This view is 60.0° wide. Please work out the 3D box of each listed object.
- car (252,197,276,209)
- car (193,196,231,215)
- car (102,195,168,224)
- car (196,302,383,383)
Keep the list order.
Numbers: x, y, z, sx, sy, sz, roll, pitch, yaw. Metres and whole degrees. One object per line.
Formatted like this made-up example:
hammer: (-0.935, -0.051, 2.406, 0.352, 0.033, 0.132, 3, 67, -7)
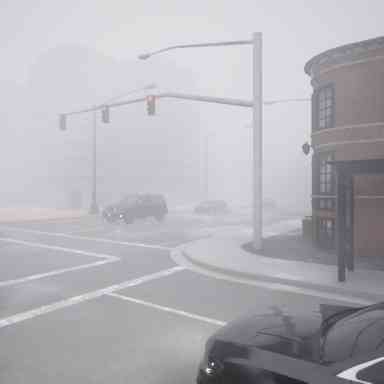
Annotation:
car: (9.780, 1.492, 45.027, 2.128, 1.511, 4.902, 0, 0, 36)
car: (2.039, 1.503, 34.124, 1.837, 1.490, 4.892, 0, 1, 35)
car: (-4.157, 1.222, 25.373, 2.150, 2.045, 5.566, 0, 0, 35)
car: (2.294, 1.505, 2.329, 4.892, 1.490, 1.837, 0, 0, 35)
